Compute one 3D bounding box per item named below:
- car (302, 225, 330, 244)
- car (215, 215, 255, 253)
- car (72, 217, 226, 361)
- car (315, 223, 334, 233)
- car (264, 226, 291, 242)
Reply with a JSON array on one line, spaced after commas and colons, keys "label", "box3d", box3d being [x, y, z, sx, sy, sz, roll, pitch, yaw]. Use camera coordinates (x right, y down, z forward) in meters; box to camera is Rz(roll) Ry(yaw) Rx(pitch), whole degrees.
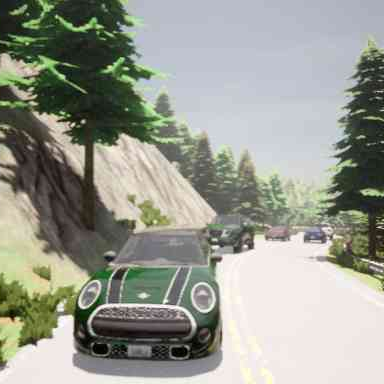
[{"label": "car", "box3d": [11.992, 4.205, 32.337, 1.812, 1.442, 4.674, 0, -6, 26]}, {"label": "car", "box3d": [2.179, 2.321, 19.241, 2.150, 2.045, 5.566, 0, -6, 22]}, {"label": "car", "box3d": [-0.511, 1.505, 6.449, 2.097, 1.767, 4.553, 0, -2, 4]}, {"label": "car", "box3d": [16.471, 4.923, 41.672, 2.150, 2.045, 5.566, 0, -6, 25]}, {"label": "car", "box3d": [8.516, 4.098, 32.772, 1.812, 1.442, 4.674, 0, -5, 26]}]
